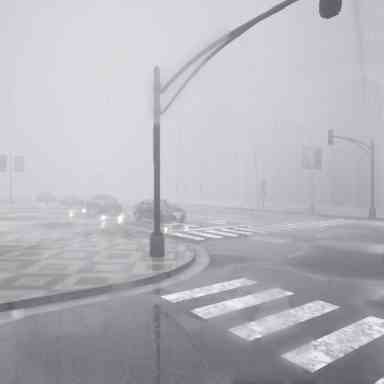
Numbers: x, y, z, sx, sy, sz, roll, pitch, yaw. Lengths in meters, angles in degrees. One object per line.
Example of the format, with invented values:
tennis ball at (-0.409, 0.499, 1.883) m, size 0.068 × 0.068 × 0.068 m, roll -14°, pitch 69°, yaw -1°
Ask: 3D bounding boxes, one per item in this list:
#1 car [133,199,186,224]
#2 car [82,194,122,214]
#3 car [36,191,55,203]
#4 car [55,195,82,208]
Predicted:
car at (-2.272, 1.243, 22.351) m, size 2.128 × 1.511 × 4.902 m, roll 0°, pitch 1°, yaw -36°
car at (-8.094, 0.964, 30.436) m, size 2.097 × 1.767 × 4.553 m, roll 0°, pitch 1°, yaw -36°
car at (-21.560, 0.621, 49.264) m, size 2.097 × 1.767 × 4.553 m, roll 0°, pitch 1°, yaw -35°
car at (-13.939, 1.068, 38.568) m, size 1.895 × 1.301 × 4.718 m, roll 0°, pitch 1°, yaw -36°
